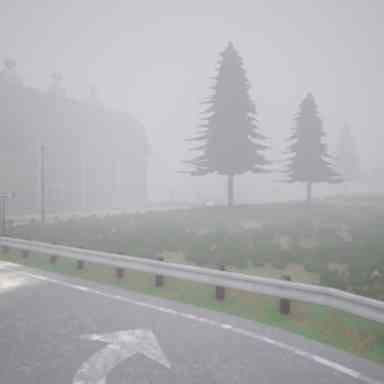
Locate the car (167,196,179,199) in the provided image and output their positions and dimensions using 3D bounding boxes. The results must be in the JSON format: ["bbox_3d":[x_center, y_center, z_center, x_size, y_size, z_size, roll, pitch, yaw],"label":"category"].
[{"bbox_3d":[-4.961,1.781,85.924,1.816,1.474,4.193,0,0,36],"label":"car"}]

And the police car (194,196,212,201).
[{"bbox_3d":[1.746,1.654,48.829,2.038,1.542,4.974,0,0,36],"label":"police car"}]
